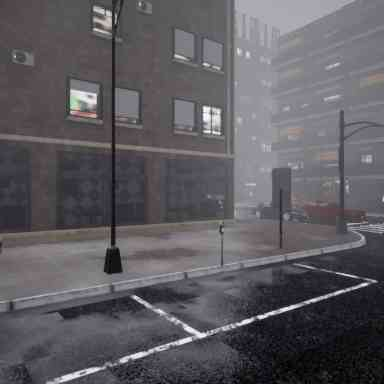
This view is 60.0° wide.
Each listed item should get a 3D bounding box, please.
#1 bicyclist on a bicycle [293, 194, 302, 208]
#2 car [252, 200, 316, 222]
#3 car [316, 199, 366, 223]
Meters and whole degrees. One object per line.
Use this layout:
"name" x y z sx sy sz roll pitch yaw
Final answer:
"bicyclist on a bicycle" 11.563 1.011 36.223 1.656 1.620 0.582 0 1 -36
"car" 6.302 1.342 24.208 2.008 1.369 4.403 1 0 -36
"car" 9.689 1.305 23.605 1.882 1.535 5.008 0 1 -32
